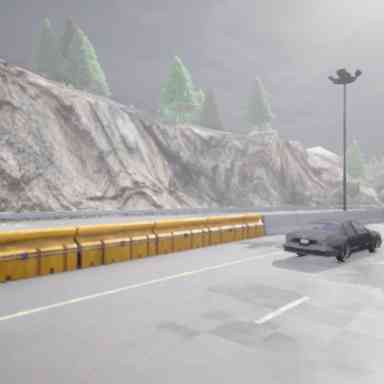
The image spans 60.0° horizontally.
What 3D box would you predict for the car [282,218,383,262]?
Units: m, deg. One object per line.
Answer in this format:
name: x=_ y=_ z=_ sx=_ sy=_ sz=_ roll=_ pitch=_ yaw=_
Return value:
car: x=5.603 y=1.730 z=12.925 sx=5.357 sy=1.411 sz=2.033 roll=1 pitch=-1 yaw=-43
